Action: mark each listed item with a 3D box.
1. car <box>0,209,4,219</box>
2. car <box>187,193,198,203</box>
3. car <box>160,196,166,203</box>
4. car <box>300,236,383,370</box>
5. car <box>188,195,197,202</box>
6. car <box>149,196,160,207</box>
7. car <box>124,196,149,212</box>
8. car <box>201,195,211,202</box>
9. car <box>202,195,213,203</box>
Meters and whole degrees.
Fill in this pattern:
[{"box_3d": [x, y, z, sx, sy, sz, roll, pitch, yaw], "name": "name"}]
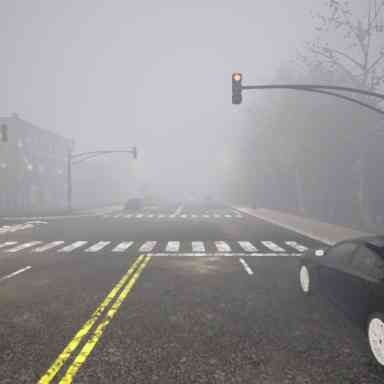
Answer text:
[{"box_3d": [-16.223, 1.638, 23.812, 4.902, 1.511, 2.128, -1, 1, -1], "name": "car"}, {"box_3d": [0.128, 1.192, 68.627, 2.150, 2.045, 5.566, 0, 0, 0], "name": "car"}, {"box_3d": [-6.470, 1.571, 69.249, 1.895, 1.301, 4.718, 0, 0, 0], "name": "car"}, {"box_3d": [3.345, 1.476, 5.634, 1.882, 1.535, 5.008, 0, 0, 1], "name": "car"}, {"box_3d": [0.034, 1.504, 79.270, 2.033, 1.411, 5.357, 0, 0, 0], "name": "car"}, {"box_3d": [-6.569, 1.334, 51.623, 2.097, 1.767, 4.553, 0, 0, 0], "name": "car"}, {"box_3d": [-6.586, 1.463, 38.450, 1.882, 1.535, 5.008, 0, 0, 0], "name": "car"}, {"box_3d": [3.284, 1.489, 79.149, 2.128, 1.511, 4.902, 0, 0, 0], "name": "car"}, {"box_3d": [3.382, 1.475, 68.959, 1.837, 1.490, 4.892, 0, 0, 0], "name": "car"}]
